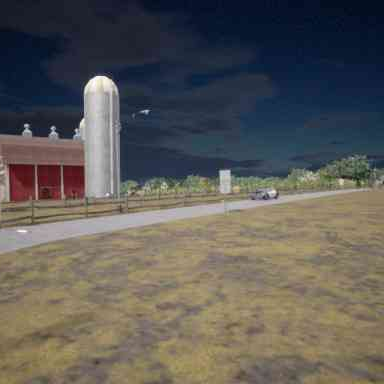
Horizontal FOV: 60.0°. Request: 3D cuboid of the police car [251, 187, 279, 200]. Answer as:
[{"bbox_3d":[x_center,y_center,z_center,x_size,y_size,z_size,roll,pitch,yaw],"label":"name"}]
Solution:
[{"bbox_3d":[8.986,0.198,41.122,2.038,1.542,4.974,-1,1,35],"label":"police car"}]
